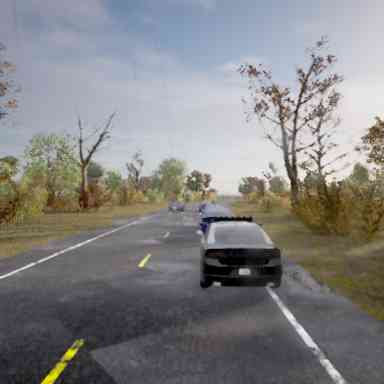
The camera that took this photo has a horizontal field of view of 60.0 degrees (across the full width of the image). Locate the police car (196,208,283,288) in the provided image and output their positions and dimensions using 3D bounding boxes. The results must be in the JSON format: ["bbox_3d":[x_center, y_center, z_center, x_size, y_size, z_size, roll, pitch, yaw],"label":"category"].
[{"bbox_3d":[1.161,1.496,9.582,1.930,1.638,5.238,0,0,1],"label":"police car"}]

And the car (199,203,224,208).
[{"bbox_3d":[1.436,1.622,19.423,1.882,1.535,5.008,0,0,2],"label":"car"}]

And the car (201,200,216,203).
[{"bbox_3d":[1.679,1.670,25.392,1.882,1.535,5.008,0,0,3],"label":"car"}]

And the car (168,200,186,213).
[{"bbox_3d":[-1.905,1.851,42.926,2.128,1.511,4.902,0,-1,4],"label":"car"}]

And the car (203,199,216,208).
[{"bbox_3d":[3.277,2.069,61.851,2.128,1.511,4.902,0,-1,6],"label":"car"}]
